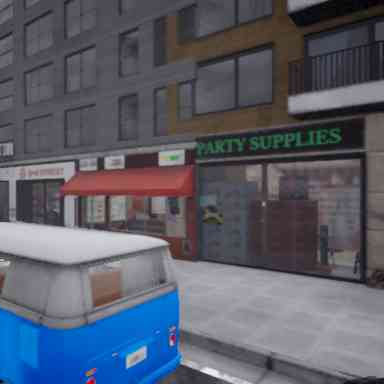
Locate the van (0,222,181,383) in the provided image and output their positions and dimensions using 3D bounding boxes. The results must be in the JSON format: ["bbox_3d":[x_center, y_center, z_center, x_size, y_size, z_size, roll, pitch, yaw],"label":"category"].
[{"bbox_3d":[-2.040,1.349,4.266,3.998,1.788,1.690,0,0,36],"label":"van"}]

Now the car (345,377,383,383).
[{"bbox_3d":[2.445,1.563,1.065,4.313,1.339,1.947,0,0,36],"label":"car"}]
